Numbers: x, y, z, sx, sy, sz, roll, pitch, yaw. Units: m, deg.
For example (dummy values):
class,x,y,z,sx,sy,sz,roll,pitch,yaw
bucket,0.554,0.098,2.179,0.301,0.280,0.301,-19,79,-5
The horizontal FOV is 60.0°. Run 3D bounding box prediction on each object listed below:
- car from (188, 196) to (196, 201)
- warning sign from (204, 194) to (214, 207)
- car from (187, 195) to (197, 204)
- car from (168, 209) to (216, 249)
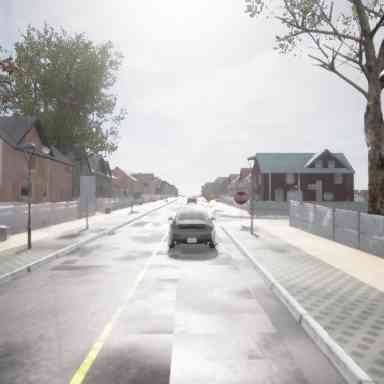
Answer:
class,x,y,z,sx,sy,sz,roll,pitch,yaw
car,-0.001,1.604,82.314,1.895,1.301,4.718,0,0,0
warning sign,2.491,1.189,49.102,1.300,1.860,1.060,-2,-2,0
car,0.000,1.607,66.441,1.882,1.535,5.008,0,0,0
car,0.000,1.529,14.657,1.837,1.490,4.892,0,0,0
